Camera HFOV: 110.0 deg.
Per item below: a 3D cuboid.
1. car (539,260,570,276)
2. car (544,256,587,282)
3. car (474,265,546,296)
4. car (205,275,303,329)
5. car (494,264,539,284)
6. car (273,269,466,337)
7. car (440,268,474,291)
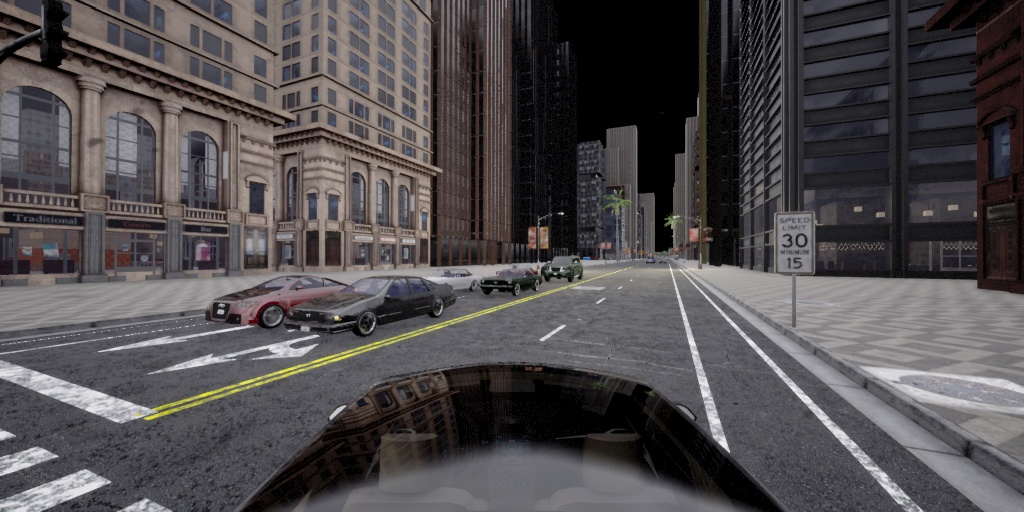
[{"bbox_3d":[4.541,1.251,37.944,1.882,1.535,5.008,0,0,24],"label":"car"},{"bbox_3d":[4.330,0.987,29.367,2.150,2.045,5.566,0,0,23],"label":"car"},{"bbox_3d":[0.074,1.358,19.554,1.895,1.301,4.718,0,0,24],"label":"car"},{"bbox_3d":[-6.990,1.316,11.413,1.994,1.385,4.181,0,0,24],"label":"car"},{"bbox_3d":[0.449,1.364,28.594,1.895,1.301,4.718,0,0,24],"label":"car"},{"bbox_3d":[-3.738,1.299,10.755,2.033,1.411,5.357,0,0,23],"label":"car"},{"bbox_3d":[-3.512,1.357,19.454,1.895,1.301,4.718,0,0,23],"label":"car"}]
